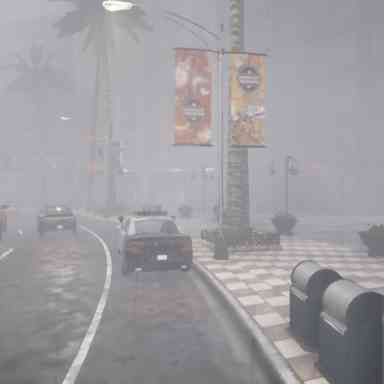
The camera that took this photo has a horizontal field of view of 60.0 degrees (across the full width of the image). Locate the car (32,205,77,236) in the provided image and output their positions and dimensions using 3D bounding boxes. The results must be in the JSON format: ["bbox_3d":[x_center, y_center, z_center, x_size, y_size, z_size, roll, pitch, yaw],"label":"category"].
[{"bbox_3d":[-7.648,1.484,18.477,2.128,1.511,4.902,0,0,-28],"label":"car"}]

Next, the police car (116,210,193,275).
[{"bbox_3d":[-1.379,1.422,10.782,1.930,1.638,5.238,0,0,-14],"label":"police car"}]

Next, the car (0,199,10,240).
[{"bbox_3d":[-10.365,1.214,16.211,2.150,2.045,5.566,0,0,-27],"label":"car"}]

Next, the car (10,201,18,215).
[{"bbox_3d":[-18.632,1.457,32.167,5.008,1.535,1.882,0,0,41],"label":"car"}]
